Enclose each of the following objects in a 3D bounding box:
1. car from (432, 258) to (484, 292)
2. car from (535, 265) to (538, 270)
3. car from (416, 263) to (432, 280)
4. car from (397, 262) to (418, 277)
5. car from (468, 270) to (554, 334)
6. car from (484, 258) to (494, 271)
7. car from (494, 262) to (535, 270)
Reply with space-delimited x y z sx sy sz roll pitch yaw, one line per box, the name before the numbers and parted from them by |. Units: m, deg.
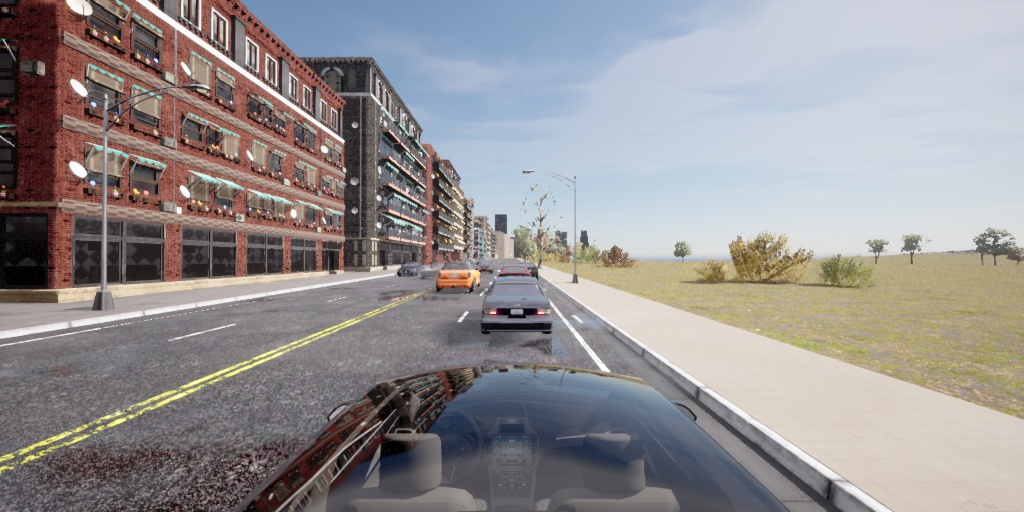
car | -3.105 1.105 21.437 2.097 1.767 4.553 0 0 0
car | 1.204 1.232 30.534 1.882 1.535 5.008 0 0 0
car | -6.532 1.355 31.178 1.895 1.301 4.718 0 0 0
car | -9.773 1.318 35.065 1.994 1.385 4.181 0 0 0
car | 0.119 1.299 10.557 2.033 1.411 5.357 0 0 0
car | -3.054 1.301 41.877 2.033 1.411 5.357 0 0 0
car | 0.147 1.231 21.097 1.882 1.535 5.008 0 0 0
